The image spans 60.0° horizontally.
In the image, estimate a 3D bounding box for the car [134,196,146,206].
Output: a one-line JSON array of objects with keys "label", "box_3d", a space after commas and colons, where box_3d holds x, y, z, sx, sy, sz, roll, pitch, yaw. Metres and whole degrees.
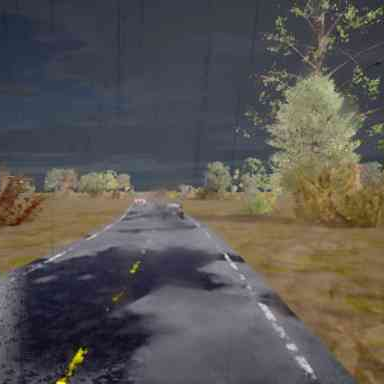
[{"label": "car", "box_3d": [-9.489, 1.546, 60.888, 2.097, 1.767, 4.553, 0, 0, -8]}]

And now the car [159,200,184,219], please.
[{"label": "car", "box_3d": [-1.779, 1.614, 30.081, 1.812, 1.442, 4.674, 0, 0, -7]}]

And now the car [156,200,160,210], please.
[{"label": "car", "box_3d": [-3.987, 1.739, 45.847, 1.895, 1.301, 4.718, 0, 0, -9]}]
